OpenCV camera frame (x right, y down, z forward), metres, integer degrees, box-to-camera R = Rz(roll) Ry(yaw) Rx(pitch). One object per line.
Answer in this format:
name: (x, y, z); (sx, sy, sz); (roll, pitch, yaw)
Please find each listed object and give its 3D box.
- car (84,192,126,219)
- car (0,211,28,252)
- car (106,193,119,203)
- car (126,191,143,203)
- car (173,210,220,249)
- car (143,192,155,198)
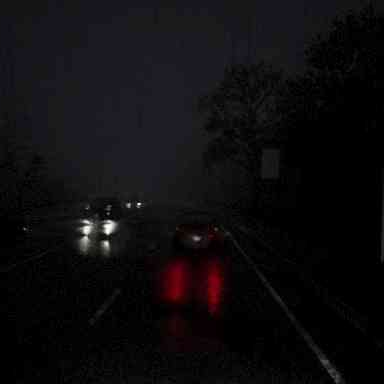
car: (-6.974, 1.125, 26.457); (2.097, 1.767, 4.553); (1, 1, -1)
car: (-6.972, 1.337, 10.337); (2.128, 1.511, 4.902); (1, 0, 1)
car: (-13.103, 0.956, 55.133); (1.882, 1.535, 5.008); (1, 0, -11)
car: (-9.664, 1.026, 55.778); (1.882, 1.535, 5.008); (1, 0, -11)
car: (0.182, 1.504, 14.403); (1.812, 1.442, 4.674); (1, 0, 0)
car: (-10.904, 0.810, 85.145); (2.128, 1.511, 4.902); (1, 0, -23)
